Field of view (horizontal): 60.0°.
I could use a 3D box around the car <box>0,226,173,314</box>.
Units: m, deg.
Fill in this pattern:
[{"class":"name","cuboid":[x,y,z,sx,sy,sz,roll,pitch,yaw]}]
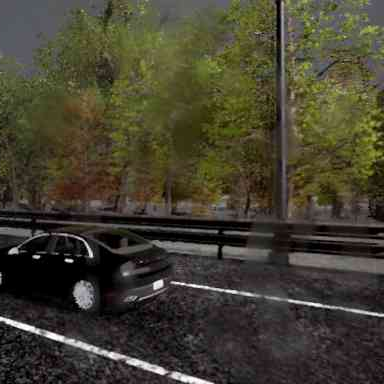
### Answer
[{"class":"car","cuboid":[-2.737,1.549,7.603,4.892,1.490,1.837,-1,0,30]}]
